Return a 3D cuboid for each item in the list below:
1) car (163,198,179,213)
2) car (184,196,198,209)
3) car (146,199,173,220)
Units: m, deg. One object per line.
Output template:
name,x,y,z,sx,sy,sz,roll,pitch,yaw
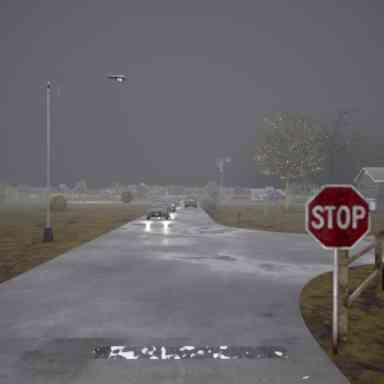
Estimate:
car,-3.058,1.555,40.405,2.097,1.767,4.553,0,0,0
car,-0.168,1.812,51.031,1.837,1.490,4.892,0,-1,0
car,-2.966,1.616,29.831,1.837,1.490,4.892,0,0,-1
